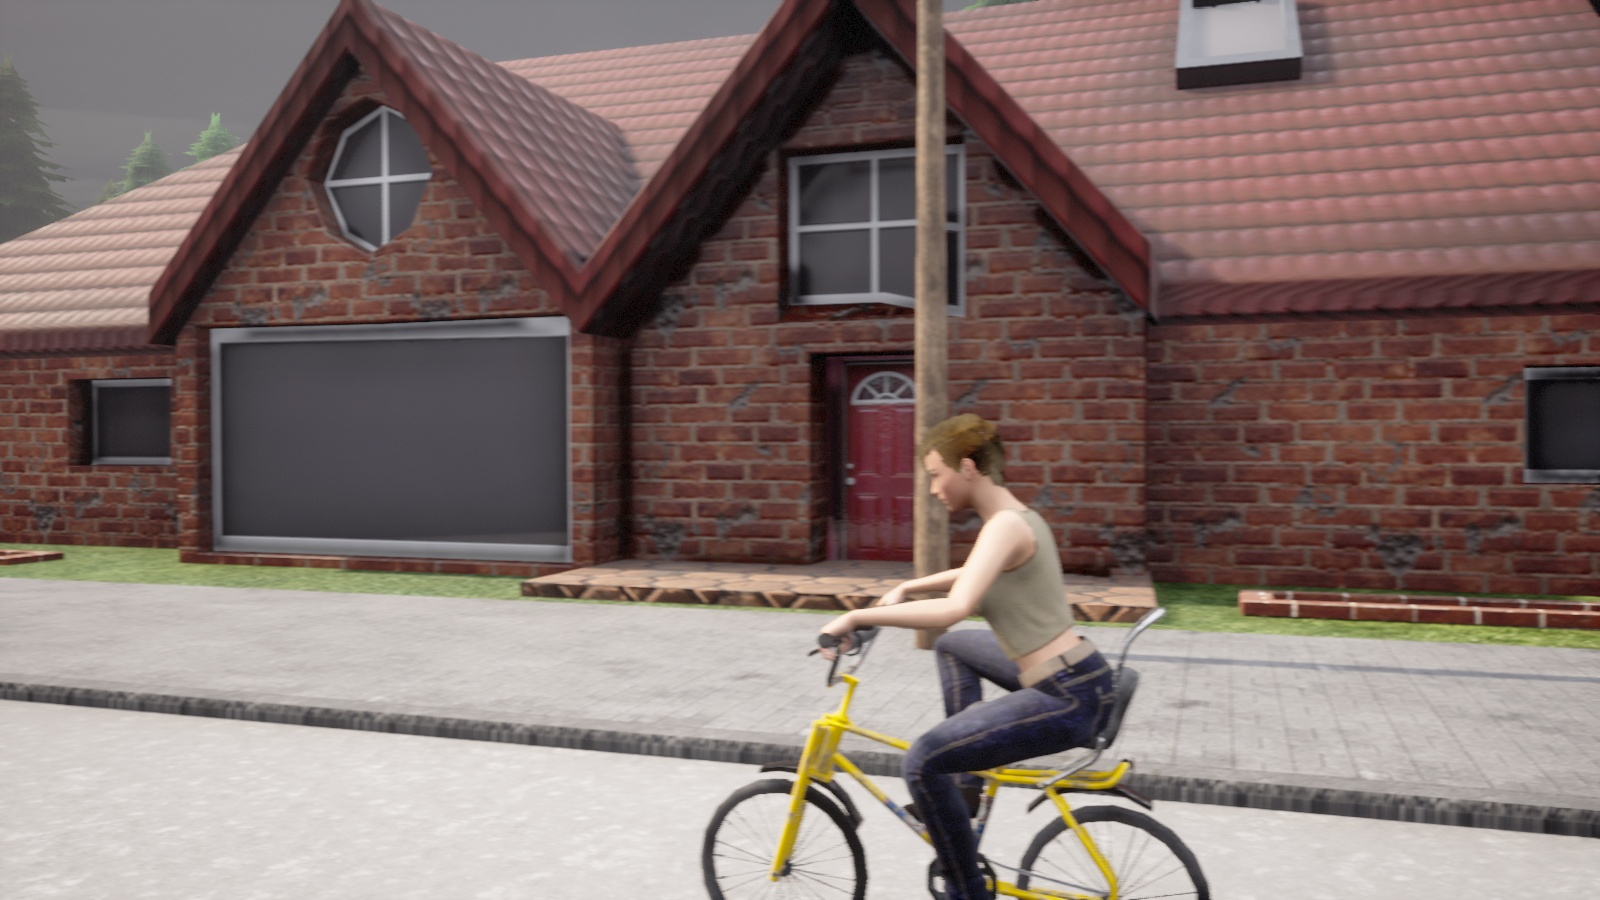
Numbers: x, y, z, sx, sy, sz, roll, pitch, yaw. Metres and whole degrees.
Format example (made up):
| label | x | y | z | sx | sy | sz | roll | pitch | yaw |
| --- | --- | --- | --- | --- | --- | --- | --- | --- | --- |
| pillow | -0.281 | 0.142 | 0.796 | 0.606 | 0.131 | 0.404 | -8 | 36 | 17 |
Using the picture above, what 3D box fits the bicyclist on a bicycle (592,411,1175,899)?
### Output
| label | x | y | z | sx | sy | sz | roll | pitch | yaw |
| --- | --- | --- | --- | --- | --- | --- | --- | --- | --- |
| bicyclist on a bicycle | 0.283 | 0.706 | 3.628 | 1.509 | 1.612 | 0.866 | 0 | 1 | 18 |
